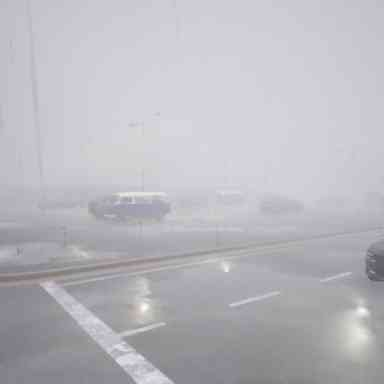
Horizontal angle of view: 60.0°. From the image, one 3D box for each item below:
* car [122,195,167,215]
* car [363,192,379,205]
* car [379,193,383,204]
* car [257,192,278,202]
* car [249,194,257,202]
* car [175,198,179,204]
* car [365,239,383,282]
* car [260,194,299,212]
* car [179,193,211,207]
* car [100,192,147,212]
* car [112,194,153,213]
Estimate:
[{"bbox_3d":[-5.084,1.351,35.930,3.806,1.475,1.970,0,0,-35],"label":"car"},{"bbox_3d":[26.377,0.938,47.874,3.866,1.878,1.905,0,0,-35],"label":"car"},{"bbox_3d":[28.008,0.933,45.482,4.605,1.855,1.932,0,0,-35],"label":"car"},{"bbox_3d":[14.987,0.954,63.853,3.866,1.878,1.905,0,0,-35],"label":"car"},{"bbox_3d":[13.321,1.196,66.221,3.806,1.475,1.970,0,0,-35],"label":"car"},{"bbox_3d":[-0.910,1.254,56.094,3.905,1.438,1.784,0,0,-35],"label":"car"},{"bbox_3d":[6.410,1.443,8.568,5.008,1.535,1.882,0,0,-35],"label":"car"},{"bbox_3d":[10.570,1.269,39.969,3.806,1.475,1.970,0,0,-35],"label":"car"},{"bbox_3d":[0.713,1.041,53.695,4.605,1.855,1.932,0,0,-35],"label":"car"},{"bbox_3d":[-8.354,1.114,40.450,4.605,1.855,1.932,0,0,-35],"label":"car"},{"bbox_3d":[-6.759,1.322,38.291,3.905,1.438,1.784,0,0,-35],"label":"car"}]
